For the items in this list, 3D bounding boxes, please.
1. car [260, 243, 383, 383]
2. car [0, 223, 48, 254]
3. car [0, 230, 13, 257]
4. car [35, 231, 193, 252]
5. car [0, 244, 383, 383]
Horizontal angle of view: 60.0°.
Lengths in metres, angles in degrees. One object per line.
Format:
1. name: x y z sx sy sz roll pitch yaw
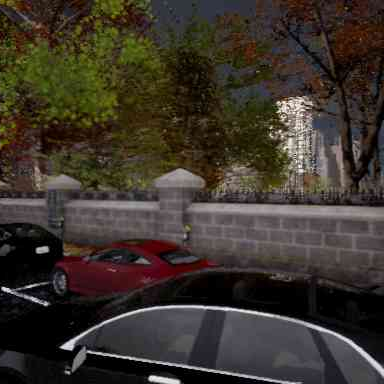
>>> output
1. car: 3.234 1.583 3.766 4.403 1.369 2.008 0 0 36
2. car: -5.750 1.620 10.284 4.313 1.339 1.947 0 0 36
3. car: -5.221 1.539 6.928 1.837 1.490 4.892 0 0 -37
4. car: -1.258 1.625 7.025 4.206 1.307 1.802 0 0 36
5. car: 0.153 1.526 3.109 4.892 1.490 1.837 0 0 21
